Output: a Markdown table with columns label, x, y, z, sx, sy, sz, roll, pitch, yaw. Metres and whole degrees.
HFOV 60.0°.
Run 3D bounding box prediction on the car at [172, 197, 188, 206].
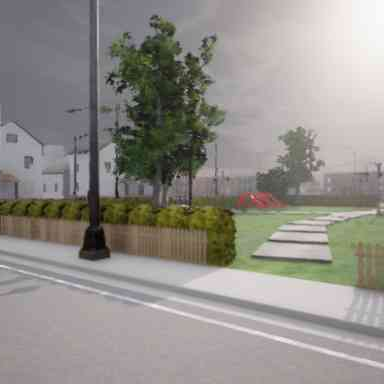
| label | x | y | z | sx | sy | sz | roll | pitch | yaw |
| --- | --- | --- | --- | --- | --- | --- | --- | --- | --- |
| car | -2.214 | 1.603 | 58.274 | 2.033 | 1.411 | 5.357 | 0 | 0 | 35 |
